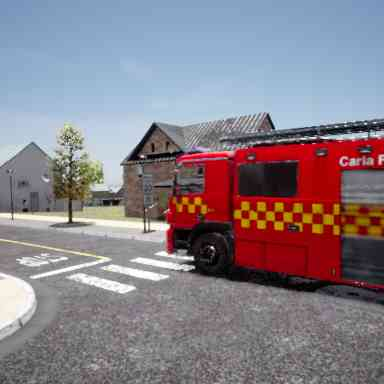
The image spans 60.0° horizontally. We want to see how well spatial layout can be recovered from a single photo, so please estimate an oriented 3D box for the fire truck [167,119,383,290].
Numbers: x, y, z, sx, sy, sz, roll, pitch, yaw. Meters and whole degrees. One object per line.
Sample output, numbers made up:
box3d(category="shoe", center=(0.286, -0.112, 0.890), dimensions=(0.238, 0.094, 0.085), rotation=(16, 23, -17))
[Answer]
box3d(category="fire truck", center=(3.346, 0.352, 8.524), dimensions=(8.468, 3.827, 2.891), rotation=(1, 1, 38))
